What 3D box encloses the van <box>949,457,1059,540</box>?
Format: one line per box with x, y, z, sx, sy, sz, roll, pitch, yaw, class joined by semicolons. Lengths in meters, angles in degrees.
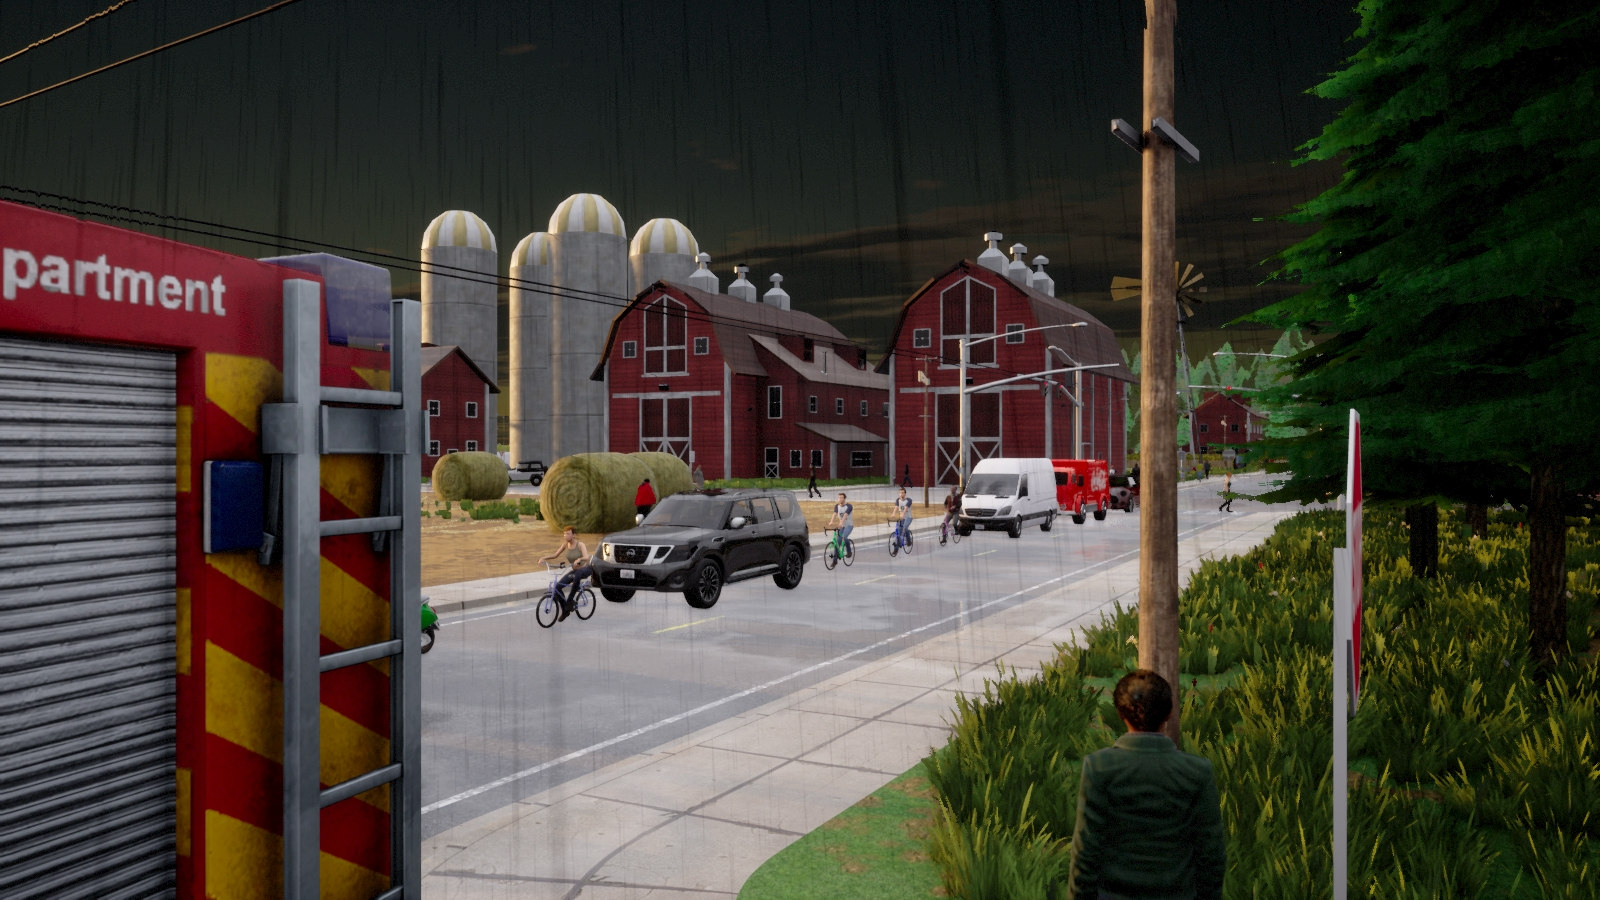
7.070;1.534;38.951;1.988;2.561;5.915;0;0;28;van

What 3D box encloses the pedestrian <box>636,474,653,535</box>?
-4.830;1.681;35.479;0.375;1.860;0.375;0;0;34;pedestrian

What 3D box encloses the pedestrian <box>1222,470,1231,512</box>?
19.034;1.841;50.987;0.375;1.860;0.375;0;0;25;pedestrian

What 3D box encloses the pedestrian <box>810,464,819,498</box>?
0.780;1.669;61.808;0.375;1.860;0.375;0;0;26;pedestrian

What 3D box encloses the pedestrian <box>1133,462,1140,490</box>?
22.156;1.696;75.304;0.375;1.860;0.375;0;0;26;pedestrian

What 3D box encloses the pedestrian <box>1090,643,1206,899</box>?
1.243;1.663;4.122;0.375;1.860;0.375;0;0;13;pedestrian

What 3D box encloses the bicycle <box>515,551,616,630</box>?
-3.789;2.256;18.588;0.859;1.080;1.487;0;0;28;bicycle

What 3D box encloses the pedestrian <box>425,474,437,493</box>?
-22.504;2.049;69.755;0.500;1.100;0.500;0;0;31;pedestrian

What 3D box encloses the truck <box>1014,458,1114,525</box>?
10.562;1.568;45.376;2.627;2.467;5.204;0;0;28;truck

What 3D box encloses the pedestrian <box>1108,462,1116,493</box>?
19.166;1.694;70.113;0.375;1.860;0.375;0;0;30;pedestrian

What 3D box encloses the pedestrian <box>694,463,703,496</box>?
-5.796;1.670;65.193;0.375;1.860;0.375;0;0;28;pedestrian

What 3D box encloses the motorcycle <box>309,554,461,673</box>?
-5.525;2.142;15.317;0.856;1.316;1.805;0;0;28;motorcycle

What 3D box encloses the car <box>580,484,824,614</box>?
-1.718;1.779;22.435;2.150;2.045;5.566;0;0;27;car

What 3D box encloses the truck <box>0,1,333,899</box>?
-5.987;0.867;3.782;8.468;3.827;2.891;0;0;20;truck
